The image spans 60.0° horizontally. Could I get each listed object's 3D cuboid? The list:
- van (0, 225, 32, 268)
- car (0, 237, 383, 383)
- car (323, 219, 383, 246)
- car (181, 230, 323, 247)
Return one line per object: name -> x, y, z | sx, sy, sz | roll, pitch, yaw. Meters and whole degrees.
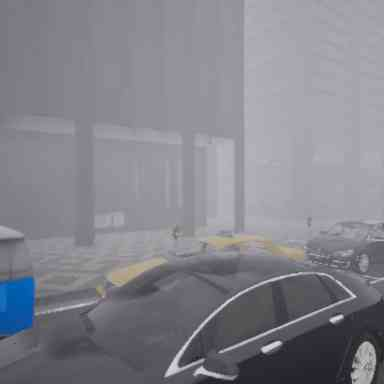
van -> -3.946, 1.340, 3.839 | 3.998, 1.788, 1.690 | 0, 0, -35
car -> 0.211, 1.506, 3.526 | 4.892, 1.490, 1.837 | 0, 0, -35
car -> 5.238, 1.557, 10.376 | 4.403, 1.369, 2.008 | 0, 0, -35
car -> 0.508, 1.528, 7.009 | 4.829, 1.417, 1.752 | 0, 0, -35
